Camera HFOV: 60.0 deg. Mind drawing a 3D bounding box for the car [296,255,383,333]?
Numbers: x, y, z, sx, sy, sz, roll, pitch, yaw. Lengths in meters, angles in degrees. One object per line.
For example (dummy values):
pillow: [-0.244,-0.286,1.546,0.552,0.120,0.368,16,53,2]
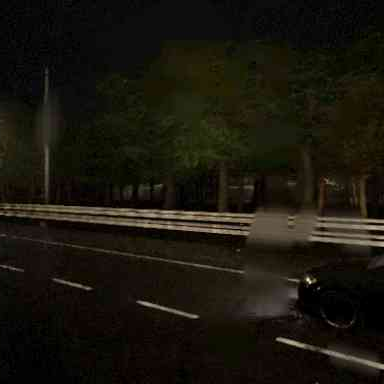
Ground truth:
car: [3.910,1.567,5.378,4.181,1.385,1.994,0,0,35]
